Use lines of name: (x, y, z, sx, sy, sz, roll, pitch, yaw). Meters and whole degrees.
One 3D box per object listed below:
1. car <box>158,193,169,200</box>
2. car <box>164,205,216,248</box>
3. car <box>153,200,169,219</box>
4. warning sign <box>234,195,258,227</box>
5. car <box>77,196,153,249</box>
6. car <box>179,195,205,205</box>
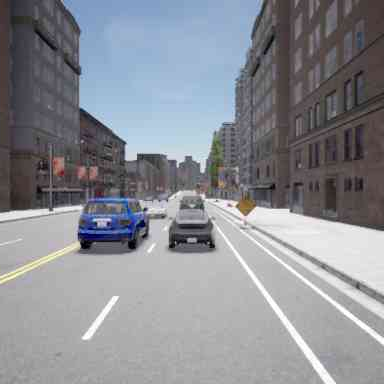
car: (-6.500, 1.349, 75.888, 2.150, 2.045, 5.566, 0, 0, 0)
car: (0.000, 1.523, 14.651, 1.837, 1.490, 4.892, 0, 0, 0)
car: (-3.250, 1.636, 29.682, 1.895, 1.301, 4.718, 0, 0, 0)
warning sign: (3.230, 1.124, 20.030, 1.300, 1.860, 1.060, 0, 0, 0)
car: (-3.250, 1.265, 14.681, 2.150, 2.045, 5.566, 0, 0, 0)
car: (0.000, 1.278, 29.682, 2.150, 2.045, 5.566, 0, 0, 0)
